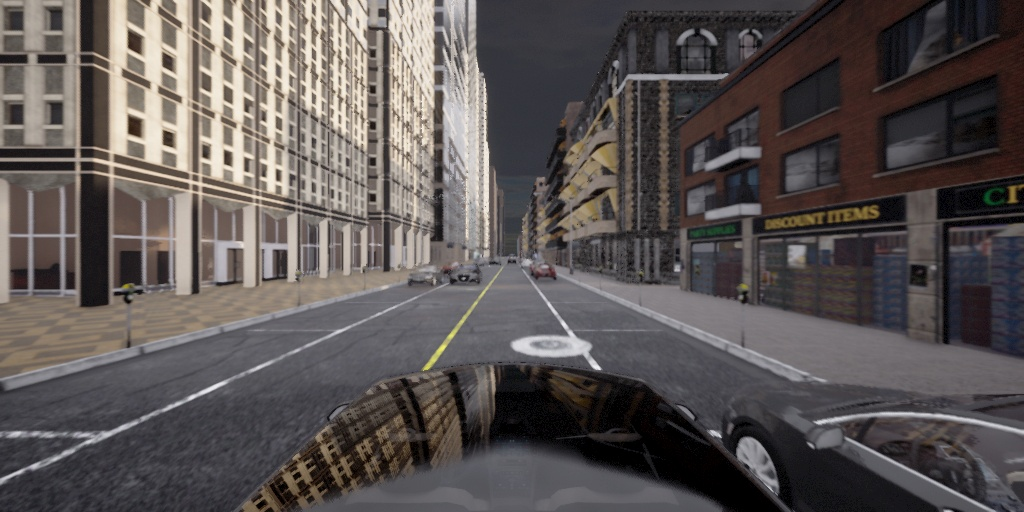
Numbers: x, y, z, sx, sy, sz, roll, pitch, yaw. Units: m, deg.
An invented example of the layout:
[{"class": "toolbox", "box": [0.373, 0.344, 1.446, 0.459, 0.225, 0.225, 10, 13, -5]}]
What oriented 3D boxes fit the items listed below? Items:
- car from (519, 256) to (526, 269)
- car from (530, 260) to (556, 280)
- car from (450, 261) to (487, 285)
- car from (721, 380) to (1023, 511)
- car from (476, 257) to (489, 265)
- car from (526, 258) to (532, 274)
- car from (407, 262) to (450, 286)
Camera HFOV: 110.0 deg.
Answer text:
[{"class": "car", "box": [2.341, 1.133, 52.987, 1.812, 1.442, 4.674, 0, 0, 0]}, {"class": "car", "box": [2.685, 1.250, 29.684, 1.802, 1.307, 4.207, 0, 0, 0]}, {"class": "car", "box": [-3.102, 1.245, 25.050, 1.994, 1.385, 4.181, 0, 0, 0]}, {"class": "car", "box": [2.691, 1.301, 1.441, 2.007, 1.370, 4.403, 0, 0, 0]}, {"class": "car", "box": [-5.703, 1.148, 63.573, 1.948, 1.339, 4.313, 0, 0, 0]}, {"class": "car", "box": [2.683, 1.093, 35.332, 1.967, 1.591, 4.097, 0, 0, 0]}, {"class": "car", "box": [-5.694, 1.234, 24.033, 2.007, 1.370, 4.403, 0, 0, 0]}]
